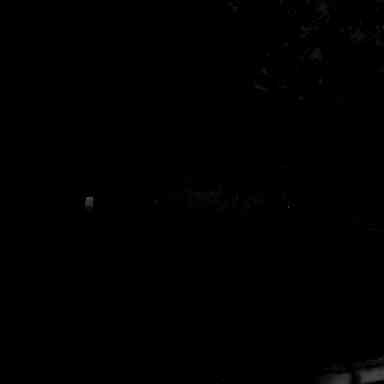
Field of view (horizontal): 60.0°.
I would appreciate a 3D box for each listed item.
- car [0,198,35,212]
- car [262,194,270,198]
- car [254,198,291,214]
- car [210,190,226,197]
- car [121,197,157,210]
[{"bbox_3d":[-20.402,1.443,37.523,4.892,1.490,1.837,1,0,-17],"label":"car"},{"bbox_3d":[12.640,1.146,57.782,1.812,1.442,4.674,0,3,15],"label":"car"},{"bbox_3d":[8.983,1.667,36.293,4.674,1.442,1.812,0,-1,41],"label":"car"},{"bbox_3d":[5.488,0.304,73.727,1.946,1.575,5.366,0,3,22],"label":"car"},{"bbox_3d":[-6.749,1.388,42.747,4.553,1.767,2.097,0,0,-8],"label":"car"}]
